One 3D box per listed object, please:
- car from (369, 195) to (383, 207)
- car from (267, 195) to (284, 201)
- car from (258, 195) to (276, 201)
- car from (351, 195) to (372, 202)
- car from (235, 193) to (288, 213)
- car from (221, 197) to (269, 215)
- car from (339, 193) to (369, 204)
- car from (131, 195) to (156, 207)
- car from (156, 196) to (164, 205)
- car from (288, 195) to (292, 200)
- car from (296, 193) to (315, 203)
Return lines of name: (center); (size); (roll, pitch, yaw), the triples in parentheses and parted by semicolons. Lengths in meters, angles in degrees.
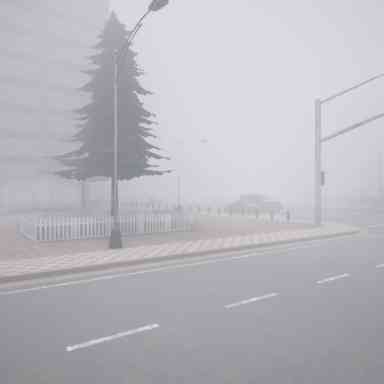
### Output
car: (27.334, 1.148, 45.441); (1.932, 1.855, 4.605); (0, 0, -36)
car: (20.086, 1.357, 80.198); (1.784, 1.438, 3.905); (0, 0, -36)
car: (17.728, 1.389, 78.519); (1.970, 1.475, 3.806); (0, 0, -36)
car: (37.899, 1.355, 74.378); (1.784, 1.438, 3.905); (0, 0, -36)
car: (7.458, 1.218, 36.863); (2.150, 2.045, 5.566); (0, 0, -36)
car: (5.269, 1.561, 33.912); (1.994, 1.385, 4.181); (0, 0, -36)
car: (35.502, 1.145, 72.750); (1.932, 1.855, 4.605); (0, 0, -36)
car: (-8.020, 1.523, 52.497); (1.812, 1.442, 4.674); (0, 0, -35)
car: (-6.540, 1.348, 56.465); (2.097, 1.767, 4.553); (0, 0, -35)
car: (22.243, 1.146, 81.796); (1.932, 1.855, 4.605); (0, 0, -36)
car: (21.792, 1.389, 62.872); (1.970, 1.475, 3.806); (0, 0, -36)
